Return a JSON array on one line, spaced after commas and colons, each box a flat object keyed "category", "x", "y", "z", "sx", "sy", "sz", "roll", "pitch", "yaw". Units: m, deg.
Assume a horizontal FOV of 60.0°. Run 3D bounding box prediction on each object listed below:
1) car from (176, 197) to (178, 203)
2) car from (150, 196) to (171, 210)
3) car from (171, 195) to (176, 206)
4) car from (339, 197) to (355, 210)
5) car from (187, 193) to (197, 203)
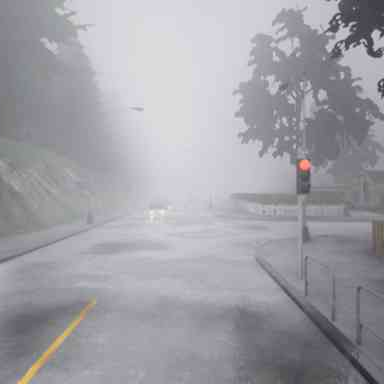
[{"category": "car", "x": -4.018, "y": 1.439, "z": 69.265, "sx": 1.812, "sy": 1.442, "sz": 4.674, "roll": 0, "pitch": 0, "yaw": 0}, {"category": "car", "x": -4.099, "y": 1.513, "z": 41.586, "sx": 1.994, "sy": 1.385, "sz": 4.181, "roll": 0, "pitch": 0, "yaw": 0}, {"category": "car", "x": -4.094, "y": 1.500, "z": 53.179, "sx": 1.994, "sy": 1.385, "sz": 4.181, "roll": 0, "pitch": 0, "yaw": 0}, {"category": "car", "x": 15.777, "y": 1.257, "z": 35.914, "sx": 1.994, "sy": 1.381, "sz": 4.181, "roll": 0, "pitch": 0, "yaw": 0}, {"category": "car", "x": -0.018, "y": 1.444, "z": 67.435, "sx": 1.812, "sy": 1.442, "sz": 4.674, "roll": 0, "pitch": 0, "yaw": 0}]
